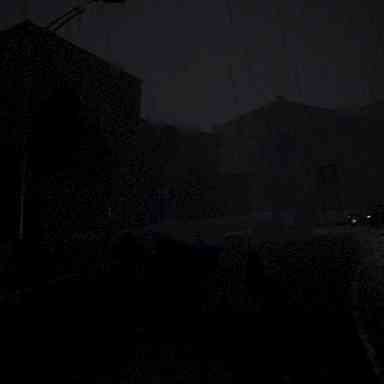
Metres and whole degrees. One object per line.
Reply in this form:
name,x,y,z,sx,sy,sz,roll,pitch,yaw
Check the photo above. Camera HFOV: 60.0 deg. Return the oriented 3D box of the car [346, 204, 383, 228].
car,12.556,1.567,22.529,4.902,1.511,2.128,-1,-2,-29
